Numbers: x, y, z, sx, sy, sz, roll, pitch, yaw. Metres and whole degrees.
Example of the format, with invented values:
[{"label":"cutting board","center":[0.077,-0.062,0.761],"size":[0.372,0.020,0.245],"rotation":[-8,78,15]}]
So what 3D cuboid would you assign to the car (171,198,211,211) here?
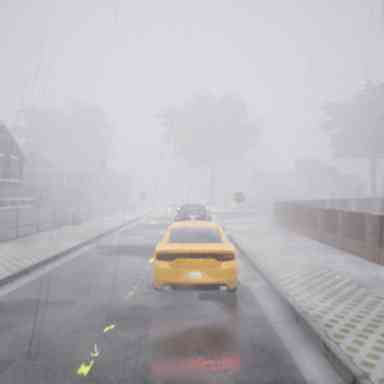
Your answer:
[{"label":"car","center":[0.059,1.445,19.967],"size":[2.097,1.767,4.553],"rotation":[0,0,0]}]

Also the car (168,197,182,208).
[{"label":"car","center":[-2.842,1.767,53.458],"size":[1.812,1.442,4.674],"rotation":[0,0,0]}]

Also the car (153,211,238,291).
[{"label":"car","center":[0.082,1.520,9.135],"size":[1.882,1.535,5.008],"rotation":[0,0,0]}]

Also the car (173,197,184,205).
[{"label":"car","center":[-2.762,1.785,68.801],"size":[1.882,1.535,5.008],"rotation":[0,0,0]}]
